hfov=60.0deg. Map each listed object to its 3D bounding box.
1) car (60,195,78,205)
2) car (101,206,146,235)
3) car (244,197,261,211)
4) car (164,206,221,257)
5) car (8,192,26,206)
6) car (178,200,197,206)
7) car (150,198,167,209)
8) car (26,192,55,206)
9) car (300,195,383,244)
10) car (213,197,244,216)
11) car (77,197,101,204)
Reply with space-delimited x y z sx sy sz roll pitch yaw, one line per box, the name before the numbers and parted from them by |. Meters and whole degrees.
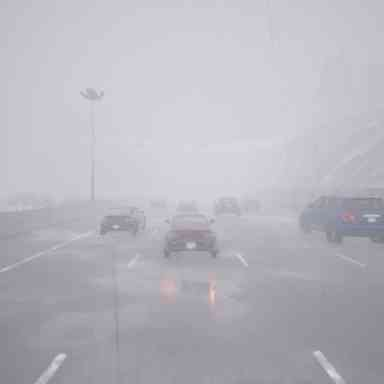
car | -18.442 1.317 50.598 1.837 1.490 4.892 0 0 -1
car | -3.655 1.457 18.069 1.812 1.442 4.674 0 0 -1
car | 6.471 1.354 37.702 1.837 1.490 4.892 0 1 -1
car | -0.067 1.475 12.646 1.812 1.442 4.674 0 0 -1
car | -25.431 1.041 50.375 2.150 2.045 5.566 0 0 -1
car | -0.440 1.472 32.864 1.895 1.301 4.718 0 0 -1
car | -4.114 1.439 41.982 1.895 1.301 4.718 0 0 -1
car | -21.910 1.174 48.859 2.097 1.767 4.553 0 0 -1
car | 6.901 1.157 15.546 2.150 2.045 5.566 0 0 -1
car | 3.107 1.229 30.554 2.097 1.767 4.553 0 0 -1
car | -14.915 1.417 49.198 1.895 1.301 4.718 0 0 -1
